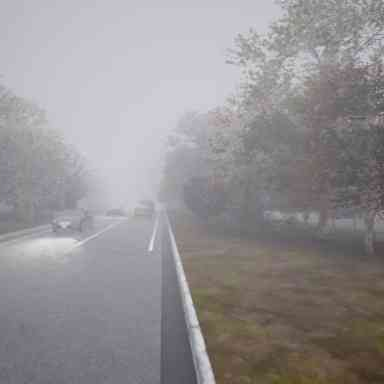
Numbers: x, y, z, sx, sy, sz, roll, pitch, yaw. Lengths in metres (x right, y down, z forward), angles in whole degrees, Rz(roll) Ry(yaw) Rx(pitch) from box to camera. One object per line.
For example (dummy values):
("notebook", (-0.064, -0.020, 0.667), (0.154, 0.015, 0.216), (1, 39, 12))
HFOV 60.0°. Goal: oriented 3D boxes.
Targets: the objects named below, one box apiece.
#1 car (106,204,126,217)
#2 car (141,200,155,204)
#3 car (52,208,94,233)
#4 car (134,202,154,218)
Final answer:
("car", (-9.647, 2.308, 42.257), (1.812, 1.442, 4.674), (1, -1, -5))
("car", (-6.848, 2.223, 50.347), (2.150, 2.045, 5.566), (1, -1, -5))
("car", (-7.934, 1.871, 22.502), (2.128, 1.511, 4.902), (1, -1, -5))
("car", (-5.839, 2.263, 39.729), (1.882, 1.535, 5.008), (1, -1, -5))
